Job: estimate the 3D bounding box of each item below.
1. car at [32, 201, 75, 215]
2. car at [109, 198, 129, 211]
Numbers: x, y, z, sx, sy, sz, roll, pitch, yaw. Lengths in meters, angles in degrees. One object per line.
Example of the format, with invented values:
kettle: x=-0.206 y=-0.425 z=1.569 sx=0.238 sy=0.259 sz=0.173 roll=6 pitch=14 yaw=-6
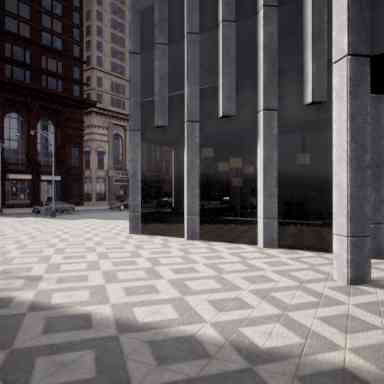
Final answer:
car: x=-14.601 y=1.630 z=35.197 sx=1.994 sy=1.385 sz=4.181 roll=0 pitch=0 yaw=36
car: x=-8.640 y=1.600 z=43.522 sx=1.837 sy=1.490 sz=4.892 roll=0 pitch=0 yaw=36
